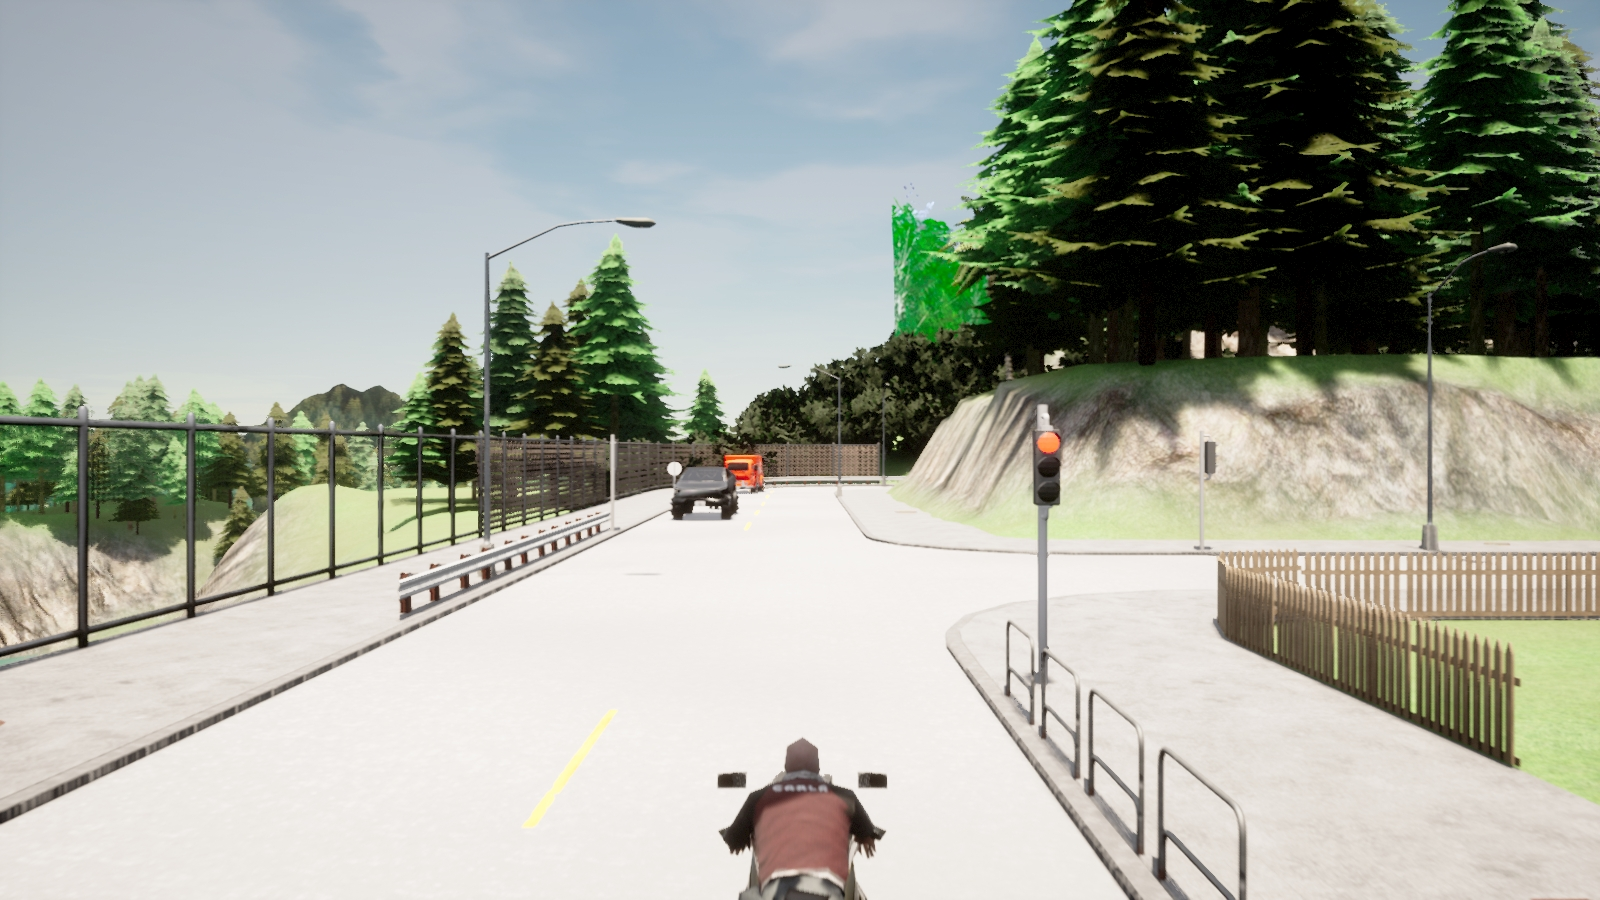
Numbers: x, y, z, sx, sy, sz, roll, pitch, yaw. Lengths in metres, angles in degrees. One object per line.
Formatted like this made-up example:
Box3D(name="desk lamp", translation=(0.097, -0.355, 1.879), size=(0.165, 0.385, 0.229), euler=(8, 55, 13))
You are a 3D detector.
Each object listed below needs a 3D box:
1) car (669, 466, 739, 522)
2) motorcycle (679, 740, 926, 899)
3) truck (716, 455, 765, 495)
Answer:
Box3D(name="car", translation=(-3.912, 1.754, 47.890), size=(2.390, 2.098, 6.274), euler=(0, 0, 0))
Box3D(name="motorcycle", translation=(0.010, 2.205, 5.125), size=(0.867, 1.251, 2.209), euler=(0, 0, 0))
Box3D(name="truck", translation=(-3.794, 1.569, 74.144), size=(2.627, 2.467, 5.204), euler=(0, 0, 3))
